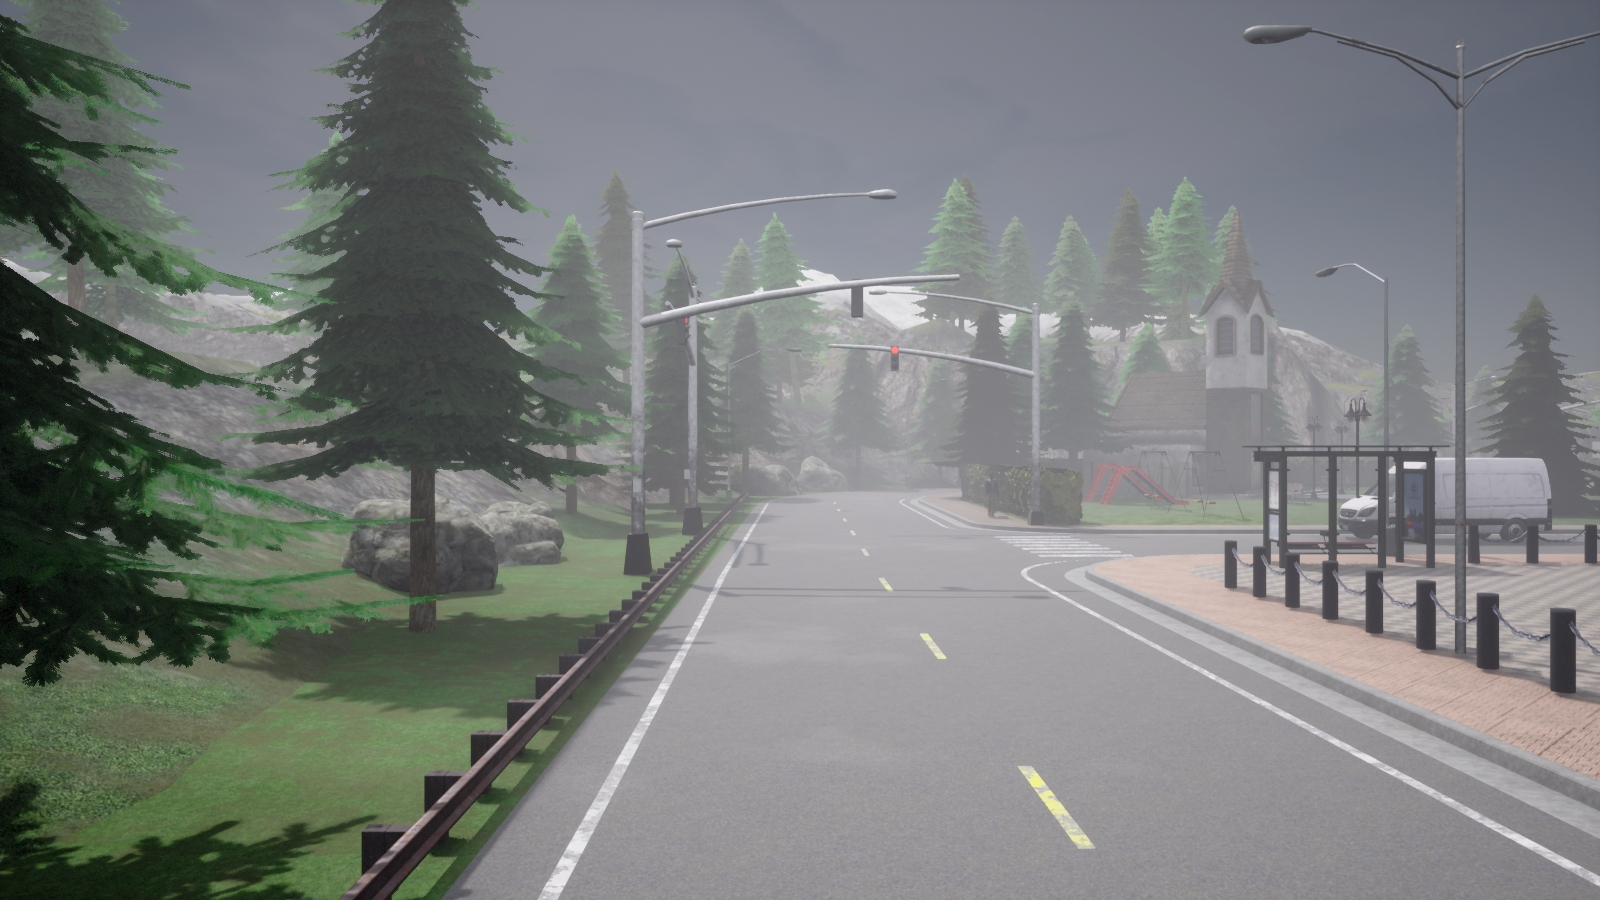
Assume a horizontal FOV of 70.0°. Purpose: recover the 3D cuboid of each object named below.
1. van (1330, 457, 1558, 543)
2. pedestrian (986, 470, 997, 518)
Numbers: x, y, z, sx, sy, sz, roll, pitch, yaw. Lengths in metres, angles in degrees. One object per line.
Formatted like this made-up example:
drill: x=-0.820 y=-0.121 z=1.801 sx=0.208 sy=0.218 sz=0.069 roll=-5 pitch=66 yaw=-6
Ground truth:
van: x=19.746 y=1.515 z=35.223 sx=5.915 sy=2.561 sz=1.988 roll=0 pitch=0 yaw=0
pedestrian: x=7.412 y=1.690 z=44.199 sx=0.375 sy=1.860 sz=0.375 roll=0 pitch=0 yaw=0
